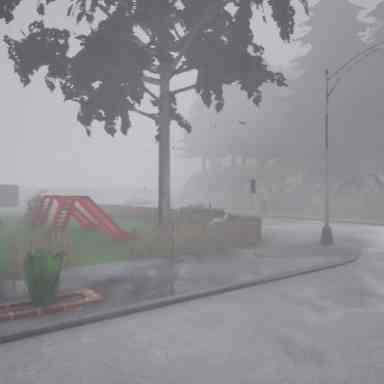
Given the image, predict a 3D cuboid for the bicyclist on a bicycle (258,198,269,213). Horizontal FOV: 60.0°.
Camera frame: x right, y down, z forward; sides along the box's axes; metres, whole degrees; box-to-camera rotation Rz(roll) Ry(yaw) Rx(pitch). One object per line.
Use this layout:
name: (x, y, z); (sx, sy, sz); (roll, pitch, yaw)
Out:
bicyclist on a bicycle: (7.375, 1.396, 34.364); (1.656, 1.620, 0.582); (0, 0, -35)

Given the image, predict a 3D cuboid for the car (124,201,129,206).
car: (-8.024, 1.587, 48.604); (2.033, 1.411, 5.357); (0, 0, -35)

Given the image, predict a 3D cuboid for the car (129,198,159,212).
car: (-4.879, 1.633, 37.109); (1.895, 1.301, 4.718); (0, 0, -35)

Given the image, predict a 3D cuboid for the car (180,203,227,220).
car: (0.915, 1.633, 28.960); (1.895, 1.301, 4.718); (0, 0, -35)
